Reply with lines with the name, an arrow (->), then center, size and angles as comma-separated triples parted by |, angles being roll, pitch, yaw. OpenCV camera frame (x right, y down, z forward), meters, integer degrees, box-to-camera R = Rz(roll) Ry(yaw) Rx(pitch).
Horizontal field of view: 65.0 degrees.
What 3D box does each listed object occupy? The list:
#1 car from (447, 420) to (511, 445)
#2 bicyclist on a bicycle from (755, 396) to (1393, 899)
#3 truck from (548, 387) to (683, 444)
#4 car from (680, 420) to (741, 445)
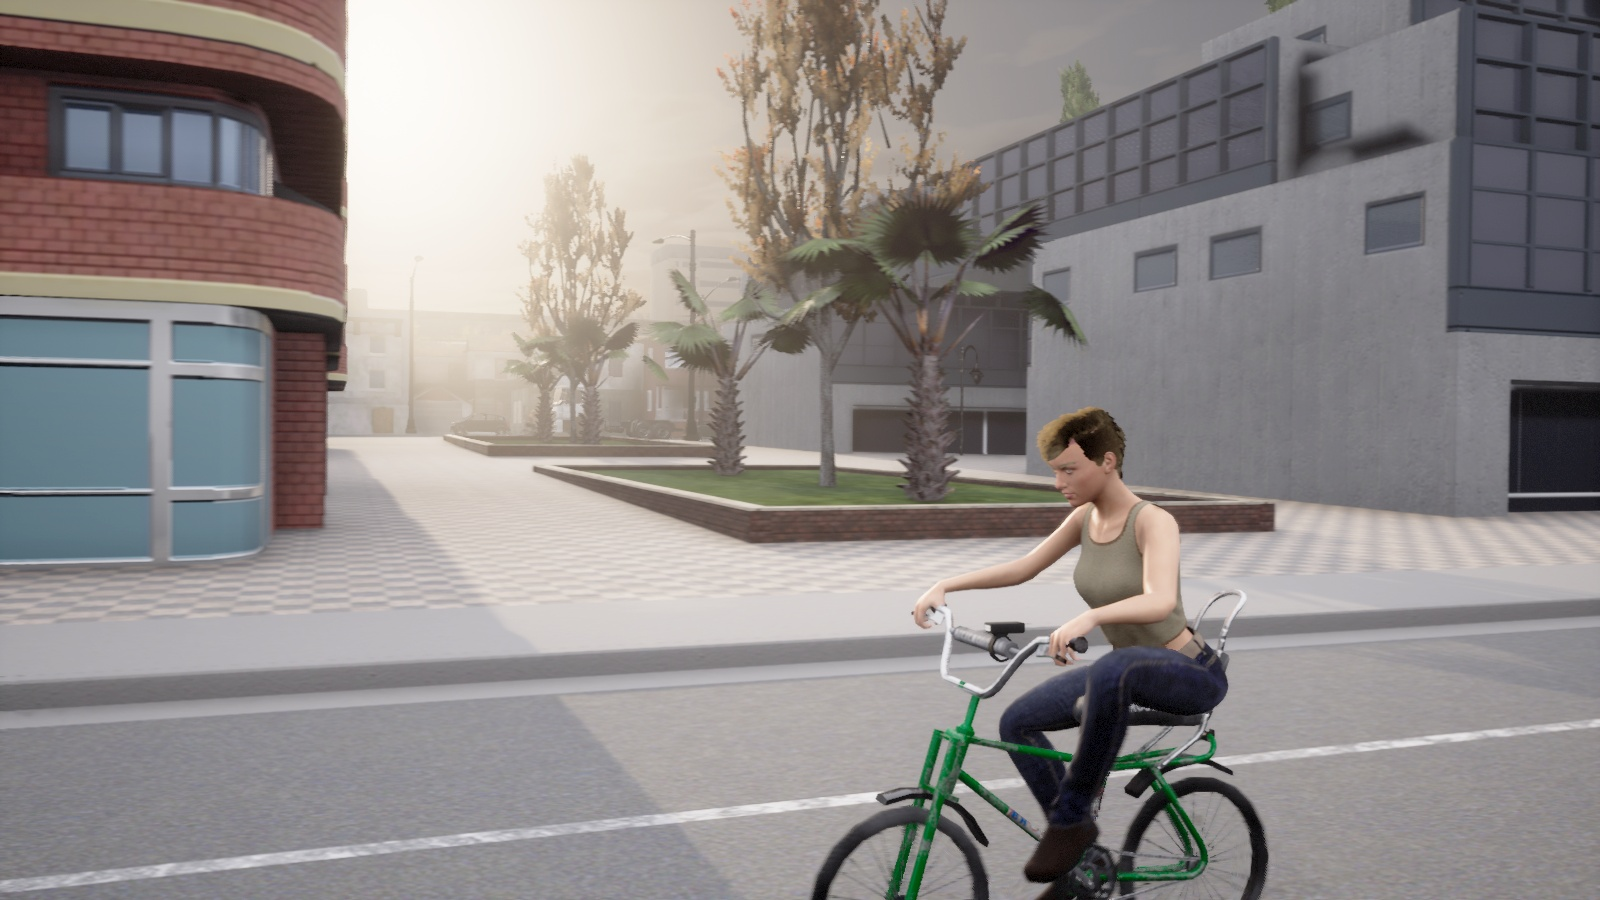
car -> -20.251, -1.125, 79.248 | 3.705, 1.549, 1.789 | -1, 1, -21
bicyclist on a bicycle -> 0.739, 0.669, 3.524 | 1.509, 1.612, 0.866 | -1, 1, -21
truck -> -11.588, -2.112, 78.751 | 7.936, 3.462, 2.891 | 0, 1, -21
car -> -6.039, -1.169, 84.587 | 3.705, 1.549, 1.789 | 1, 0, -21
